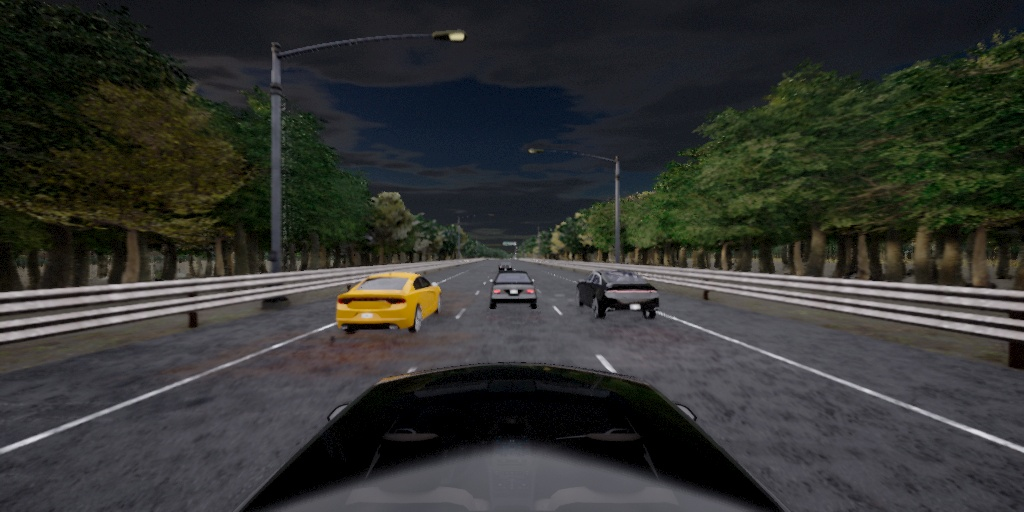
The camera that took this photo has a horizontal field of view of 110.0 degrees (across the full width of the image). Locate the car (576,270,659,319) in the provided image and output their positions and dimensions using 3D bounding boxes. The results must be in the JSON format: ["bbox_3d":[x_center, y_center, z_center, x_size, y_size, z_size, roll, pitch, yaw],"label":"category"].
[{"bbox_3d":[3.542,1.257,12.809,2.128,1.511,4.902,0,0,-1],"label":"car"}]

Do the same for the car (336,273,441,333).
[{"bbox_3d":[-3.435,1.249,10.913,1.882,1.535,5.008,0,0,-1],"label":"car"}]

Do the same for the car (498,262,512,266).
[{"bbox_3d":[-0.908,1.440,48.889,1.895,1.301,4.718,0,0,-2],"label":"car"}]

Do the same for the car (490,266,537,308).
[{"bbox_3d":[0.024,1.322,15.296,2.033,1.411,5.357,0,0,-1],"label":"car"}]
